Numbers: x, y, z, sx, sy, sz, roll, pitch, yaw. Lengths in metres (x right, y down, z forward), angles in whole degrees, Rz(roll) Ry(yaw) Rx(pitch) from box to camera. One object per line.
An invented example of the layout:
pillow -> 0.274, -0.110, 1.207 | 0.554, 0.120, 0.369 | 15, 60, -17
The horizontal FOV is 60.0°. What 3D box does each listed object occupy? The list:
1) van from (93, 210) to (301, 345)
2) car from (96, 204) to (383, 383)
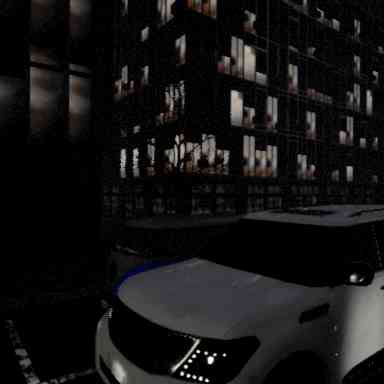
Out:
van -> 0.255, 1.355, 6.746 | 3.998, 1.788, 1.690 | 0, 0, -36
car -> 1.607, 1.232, 4.535 | 5.566, 2.045, 2.150 | 0, 0, -36
